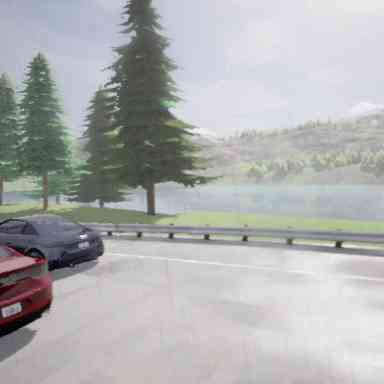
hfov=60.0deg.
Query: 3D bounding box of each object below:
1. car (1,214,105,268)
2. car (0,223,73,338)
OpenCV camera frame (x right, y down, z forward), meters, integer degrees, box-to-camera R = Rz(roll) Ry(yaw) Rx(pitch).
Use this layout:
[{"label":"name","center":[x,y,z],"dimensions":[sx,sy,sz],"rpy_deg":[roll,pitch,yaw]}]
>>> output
[{"label":"car","center":[-4.541,1.339,9.326],"dimensions":[4.181,1.385,1.994],"rpy_deg":[-1,2,26]},{"label":"car","center":[-4.553,1.407,5.424],"dimensions":[5.008,1.535,1.882],"rpy_deg":[-1,2,27]}]
